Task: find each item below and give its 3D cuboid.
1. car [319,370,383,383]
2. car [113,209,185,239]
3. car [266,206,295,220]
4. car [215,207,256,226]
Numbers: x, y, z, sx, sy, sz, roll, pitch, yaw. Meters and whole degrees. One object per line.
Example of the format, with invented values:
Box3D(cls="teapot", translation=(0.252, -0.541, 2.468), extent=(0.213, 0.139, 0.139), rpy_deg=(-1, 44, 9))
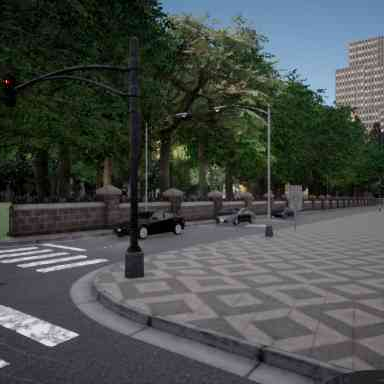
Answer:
Box3D(cls="car", translation=(2.523, 1.551, 1.163), extent=(4.403, 1.369, 2.008), rpy_deg=(0, 0, 36))
Box3D(cls="car", translation=(-2.422, 1.809, 19.721), extent=(1.882, 1.535, 5.008), rpy_deg=(0, -1, 35))
Box3D(cls="car", translation=(10.163, 2.332, 37.541), extent=(2.033, 1.411, 5.357), rpy_deg=(0, -1, 35))
Box3D(cls="car", translation=(3.789, 2.044, 28.523), extent=(2.128, 1.511, 4.902), rpy_deg=(0, -1, 35))
